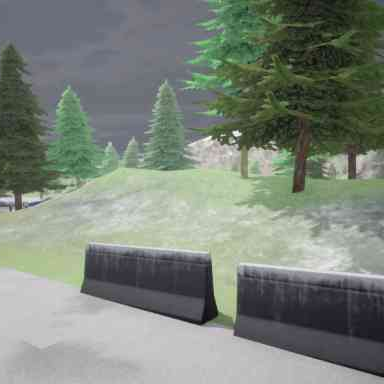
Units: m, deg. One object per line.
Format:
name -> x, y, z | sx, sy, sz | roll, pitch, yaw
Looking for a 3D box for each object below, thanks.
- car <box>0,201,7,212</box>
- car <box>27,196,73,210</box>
car -> -21.855, 1.398, 34.364 | 2.128, 1.511, 4.902 | 0, 0, 42
car -> -18.452, 1.374, 42.769 | 5.008, 1.535, 1.882 | 0, 0, -42
